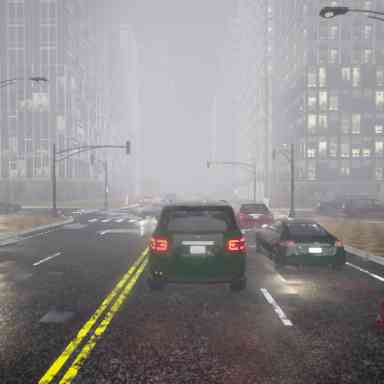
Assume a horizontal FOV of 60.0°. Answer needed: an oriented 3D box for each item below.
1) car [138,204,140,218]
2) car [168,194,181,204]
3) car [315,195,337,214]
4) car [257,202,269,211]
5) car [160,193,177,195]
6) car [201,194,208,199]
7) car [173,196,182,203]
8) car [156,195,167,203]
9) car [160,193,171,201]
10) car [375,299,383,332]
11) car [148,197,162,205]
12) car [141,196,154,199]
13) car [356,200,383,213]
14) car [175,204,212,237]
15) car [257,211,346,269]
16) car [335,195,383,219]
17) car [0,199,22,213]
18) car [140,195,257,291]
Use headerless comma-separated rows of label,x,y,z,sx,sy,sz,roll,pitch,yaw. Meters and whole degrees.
car,-2.644,1.585,28.280,2.033,1.411,5.357,0,-1,16
car,-3.188,1.304,61.537,2.097,1.767,4.553,0,0,0
car,16.336,1.331,36.161,5.566,2.045,2.150,0,1,1
car,3.390,1.342,19.711,2.097,1.767,4.553,0,0,0
car,-3.257,1.185,51.726,2.150,2.045,5.566,0,0,-1
car,3.438,1.219,91.619,1.882,1.535,5.008,0,0,0
car,-3.105,1.535,71.590,1.895,1.301,4.718,0,0,0
car,-6.359,1.420,69.187,1.882,1.535,5.008,0,0,0
car,-6.337,1.153,79.757,2.150,2.045,5.566,0,0,0
car,3.355,1.600,2.272,1.895,1.301,4.718,0,0,0
car,-6.452,1.556,58.933,1.895,1.301,4.718,0,0,0
car,-6.521,1.318,49.943,2.097,1.767,4.553,0,0,1
car,21.888,1.642,38.661,4.829,1.417,1.752,1,0,1
car,0.135,1.516,18.852,1.812,1.442,4.674,0,0,2
car,3.373,1.559,11.097,1.994,1.385,4.181,0,0,0
car,16.263,1.519,30.386,5.009,1.841,2.192,1,0,1
car,-19.572,1.405,33.638,4.181,1.385,1.994,1,1,1
car,0.120,1.218,9.170,2.150,2.045,5.566,0,0,0
